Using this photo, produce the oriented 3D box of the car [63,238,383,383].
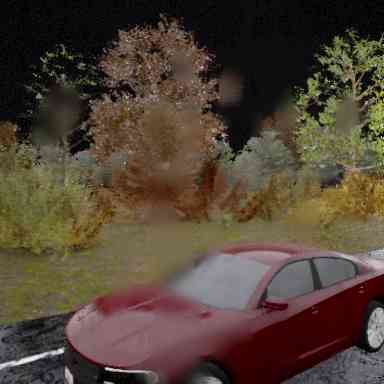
[{"bbox_3d":[0.882,1.476,4.585,5.008,1.535,1.882,0,0,-35],"label":"car"}]
